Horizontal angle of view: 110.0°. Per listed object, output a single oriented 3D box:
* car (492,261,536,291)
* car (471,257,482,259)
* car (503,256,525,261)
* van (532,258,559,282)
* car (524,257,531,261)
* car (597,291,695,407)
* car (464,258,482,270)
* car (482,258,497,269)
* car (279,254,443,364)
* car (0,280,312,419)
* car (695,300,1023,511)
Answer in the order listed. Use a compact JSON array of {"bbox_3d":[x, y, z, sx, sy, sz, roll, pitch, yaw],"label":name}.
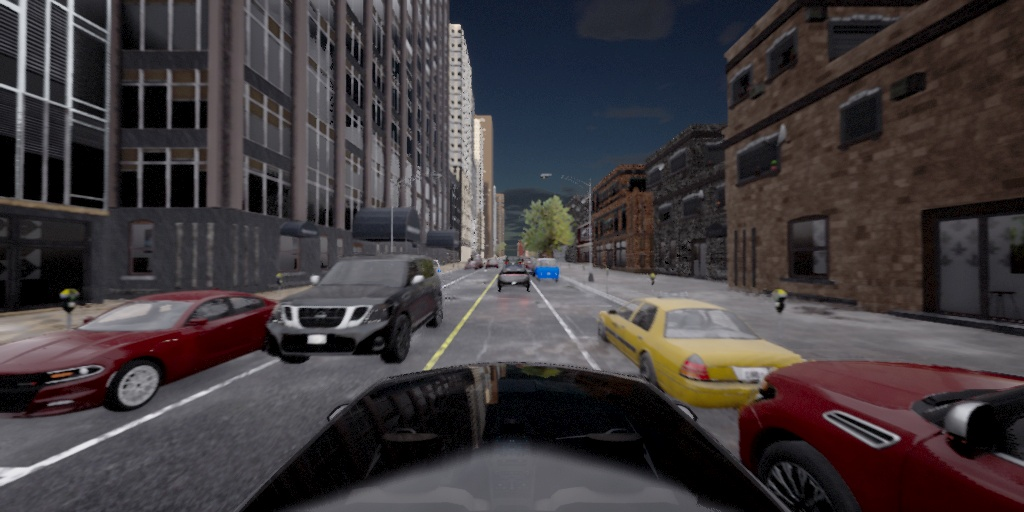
[{"bbox_3d":[0.110,1.242,21.701,2.128,1.511,4.902,0,0,0],"label":"car"},{"bbox_3d":[-5.661,1.043,56.043,2.192,1.841,5.009,0,0,0],"label":"car"},{"bbox_3d":[0.123,0.962,42.287,2.150,2.045,5.566,0,0,0],"label":"car"},{"bbox_3d":[2.706,1.089,28.308,1.690,1.789,3.998,0,0,0],"label":"van"},{"bbox_3d":[2.711,1.182,39.401,1.967,1.591,4.097,0,0,0],"label":"car"},{"bbox_3d":[2.695,1.277,6.292,1.751,1.417,4.829,0,0,0],"label":"car"},{"bbox_3d":[-5.664,1.316,50.497,1.802,1.307,4.207,0,0,0],"label":"car"},{"bbox_3d":[-2.974,1.223,54.219,1.882,1.535,5.008,0,0,0],"label":"car"},{"bbox_3d":[-3.096,0.973,8.465,2.150,2.045,5.566,0,0,0],"label":"car"},{"bbox_3d":[-5.686,1.297,6.125,1.888,1.381,4.507,0,0,0],"label":"car"},{"bbox_3d":[2.692,1.064,0.575,2.192,1.841,5.009,0,0,0],"label":"car"}]
